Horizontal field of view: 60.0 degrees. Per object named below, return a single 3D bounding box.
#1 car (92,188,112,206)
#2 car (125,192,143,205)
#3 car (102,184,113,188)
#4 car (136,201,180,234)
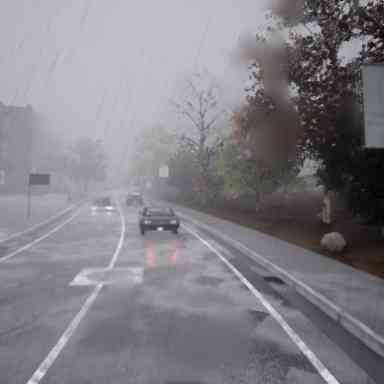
[{"bbox_3d":[-10.136,0.720,37.621,1.882,1.535,5.008,1,1,-13],"label":"car"},{"bbox_3d":[-7.070,0.741,40.629,1.837,1.490,4.892,1,1,-13],"label":"car"},{"bbox_3d":[-19.806,-0.880,78.199,2.150,2.045,5.566,1,1,-14],"label":"car"},{"bbox_3d":[-1.884,1.401,17.824,1.895,1.301,4.718,1,1,-10],"label":"car"}]
